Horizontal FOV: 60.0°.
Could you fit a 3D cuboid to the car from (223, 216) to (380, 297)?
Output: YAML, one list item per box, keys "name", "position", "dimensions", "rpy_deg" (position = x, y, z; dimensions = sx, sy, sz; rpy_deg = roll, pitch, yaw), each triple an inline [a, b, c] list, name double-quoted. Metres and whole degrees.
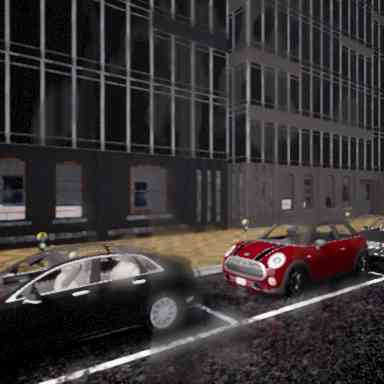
- name: "car"
  position: [2.711, 1.441, 8.492]
  dimensions: [4.097, 1.590, 1.967]
  rpy_deg: [0, 0, -35]

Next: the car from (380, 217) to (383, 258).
- name: "car"
  position: [7.346, 1.550, 11.796]
  dimensions: [4.403, 1.369, 2.008]
  rpy_deg: [0, 0, -35]

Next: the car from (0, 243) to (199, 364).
- name: "car"
  position: [-1.925, 1.551, 5.187]
  dimensions: [4.403, 1.369, 2.008]
  rpy_deg: [0, 0, -35]
